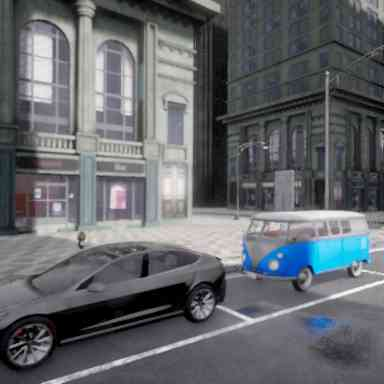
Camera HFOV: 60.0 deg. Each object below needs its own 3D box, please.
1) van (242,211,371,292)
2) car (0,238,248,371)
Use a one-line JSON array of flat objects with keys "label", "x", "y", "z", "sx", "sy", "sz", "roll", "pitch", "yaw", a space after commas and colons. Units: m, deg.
[{"label": "van", "x": 3.082, "y": 1.410, "z": 8.851, "sx": 3.998, "sy": 1.788, "sz": 1.690, "roll": 1, "pitch": -1, "yaw": -35}, {"label": "car", "x": -1.326, "y": 1.585, "z": 5.707, "sx": 4.313, "sy": 1.339, "sz": 1.947, "roll": 1, "pitch": -1, "yaw": -35}]
